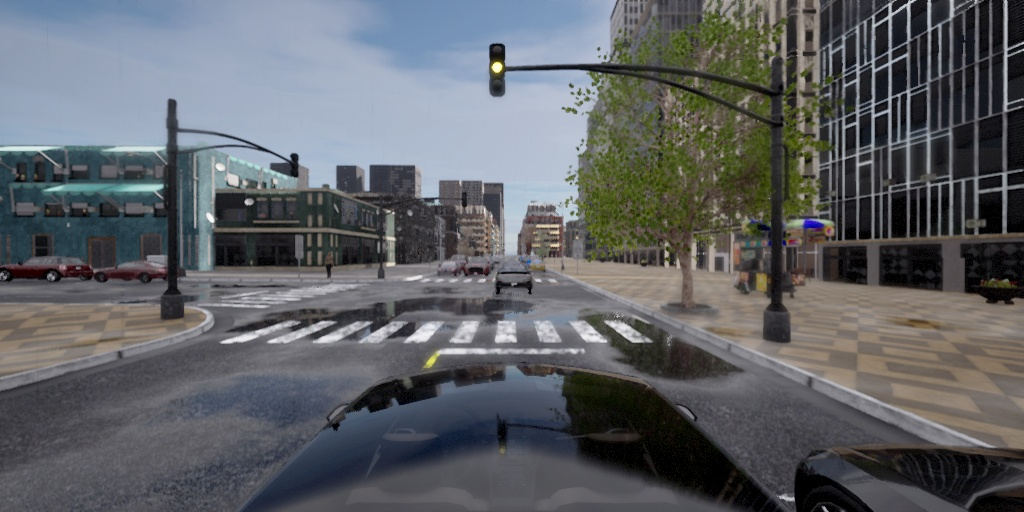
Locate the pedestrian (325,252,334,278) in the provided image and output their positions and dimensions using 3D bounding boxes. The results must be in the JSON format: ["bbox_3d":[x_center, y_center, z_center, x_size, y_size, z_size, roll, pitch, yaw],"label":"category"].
[{"bbox_3d":[-12.751,0.616,24.977,0.375,1.860,0.375,0,-1,-1],"label":"pedestrian"}]

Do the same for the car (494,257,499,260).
[{"bbox_3d":[-3.087,0.937,43.159,2.128,1.511,4.902,0,1,0],"label":"car"}]

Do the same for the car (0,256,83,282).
[{"bbox_3d":[-28.370,0.730,21.814,4.097,1.591,1.967,0,0,-1],"label":"car"}]

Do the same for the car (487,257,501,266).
[{"bbox_3d":[-3.019,0.860,61.499,2.033,1.411,5.357,0,0,0],"label":"car"}]

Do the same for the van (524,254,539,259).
[{"bbox_3d":[2.688,0.780,44.087,1.690,1.789,3.998,0,0,0],"label":"van"}]

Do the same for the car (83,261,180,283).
[{"bbox_3d":[-22.822,0.940,21.893,4.207,1.307,1.802,0,0,-1],"label":"car"}]

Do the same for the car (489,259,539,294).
[{"bbox_3d":[0.100,1.111,19.416,2.128,1.511,4.902,0,0,0],"label":"car"}]

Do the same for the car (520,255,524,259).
[{"bbox_3d":[2.687,0.909,55.188,2.007,1.370,4.403,0,0,0],"label":"car"}]

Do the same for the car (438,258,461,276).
[{"bbox_3d":[-5.691,1.102,32.982,1.802,1.307,4.207,0,0,0],"label":"car"}]

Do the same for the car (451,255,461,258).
[{"bbox_3d":[-5.692,0.795,38.533,2.192,1.841,5.009,0,0,0],"label":"car"}]

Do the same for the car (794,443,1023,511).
[{"bbox_3d":[2.691,1.324,0.507,1.948,1.339,4.313,0,0,0],"label":"car"}]

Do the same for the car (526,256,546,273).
[{"bbox_3d":[2.688,1.005,38.705,1.751,1.417,4.829,0,0,0],"label":"car"}]

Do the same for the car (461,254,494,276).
[{"bbox_3d":[-3.093,0.874,32.776,2.097,1.767,4.553,0,0,0],"label":"car"}]
